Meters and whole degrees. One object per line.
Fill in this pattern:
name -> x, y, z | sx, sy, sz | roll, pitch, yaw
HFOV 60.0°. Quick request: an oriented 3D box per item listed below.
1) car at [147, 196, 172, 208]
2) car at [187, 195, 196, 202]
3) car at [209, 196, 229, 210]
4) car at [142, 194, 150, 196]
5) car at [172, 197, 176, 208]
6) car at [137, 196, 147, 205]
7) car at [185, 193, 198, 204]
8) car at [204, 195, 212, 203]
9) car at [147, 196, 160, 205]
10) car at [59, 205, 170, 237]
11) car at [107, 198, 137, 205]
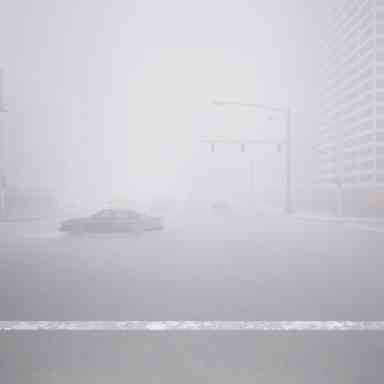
car -> -3.640, 1.505, 37.849 | 1.837, 1.490, 4.892 | 0, 0, 0
car -> -0.115, 1.382, 74.562 | 1.994, 1.385, 4.181 | 0, 0, 0
car -> 3.507, 1.526, 41.877 | 1.812, 1.442, 4.674 | 0, 0, 0
car -> -7.168, 1.526, 52.279 | 1.812, 1.442, 4.674 | 0, 0, 0
car -> -3.653, 1.526, 47.079 | 1.812, 1.442, 4.674 | 0, 0, 0
car -> -7.155, 1.547, 42.455 | 2.033, 1.411, 5.357 | 0, 0, 0
car -> -0.099, 1.221, 63.891 | 2.150, 2.045, 5.566 | 0, 0, 0
car -> 3.420, 1.351, 67.030 | 2.097, 1.767, 4.553 | 0, 0, 0
car -> -7.154, 1.505, 62.265 | 1.837, 1.490, 4.892 | 0, 0, 0
car -> -4.061, 1.547, 17.537 | 5.357, 1.411, 2.033 | 0, 0, 0
car -> -7.175, 1.352, 32.980 | 2.097, 1.767, 4.553 | 0, 0, 1
